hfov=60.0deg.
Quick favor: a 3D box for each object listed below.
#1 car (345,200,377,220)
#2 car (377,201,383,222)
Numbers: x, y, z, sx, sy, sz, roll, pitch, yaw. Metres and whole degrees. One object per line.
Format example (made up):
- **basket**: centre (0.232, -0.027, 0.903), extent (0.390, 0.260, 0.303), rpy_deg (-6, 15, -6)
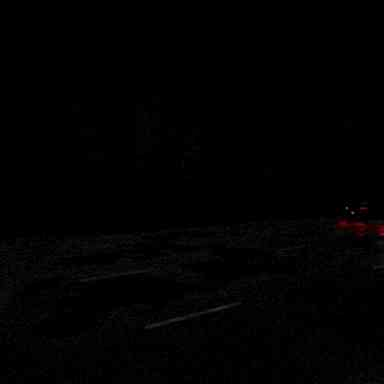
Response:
- **car**: centre (13.778, 1.345, 25.837), extent (4.674, 1.442, 1.812), rpy_deg (0, 0, -34)
- **car**: centre (14.794, 1.187, 22.291), extent (4.553, 1.767, 2.097), rpy_deg (-1, 1, -34)
